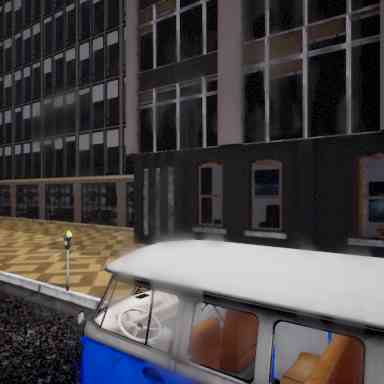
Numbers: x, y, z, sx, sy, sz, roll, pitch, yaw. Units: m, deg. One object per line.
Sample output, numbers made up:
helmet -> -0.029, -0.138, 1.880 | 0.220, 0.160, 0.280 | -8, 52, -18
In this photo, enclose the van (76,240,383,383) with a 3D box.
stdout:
van -> 0.924, 1.341, 2.215 | 3.998, 1.788, 1.690 | 0, 0, 35
